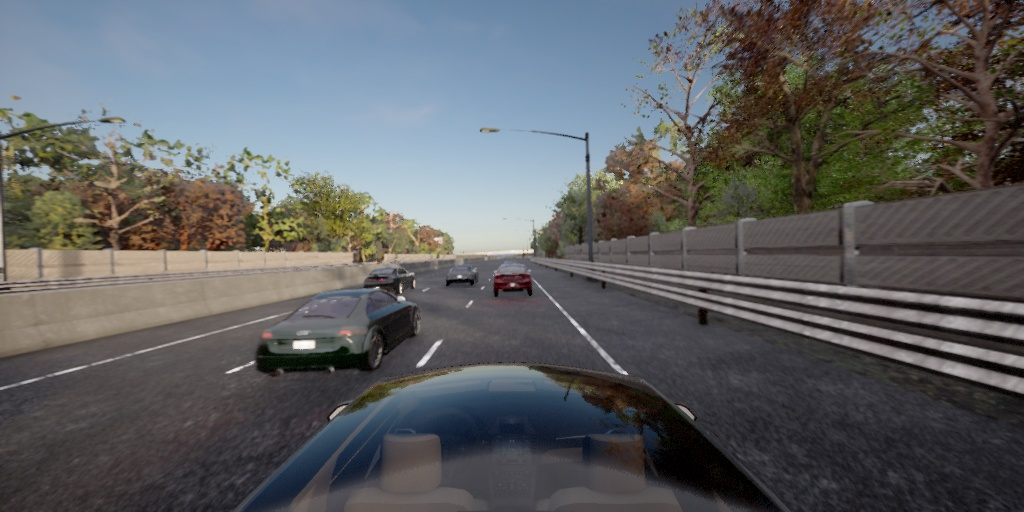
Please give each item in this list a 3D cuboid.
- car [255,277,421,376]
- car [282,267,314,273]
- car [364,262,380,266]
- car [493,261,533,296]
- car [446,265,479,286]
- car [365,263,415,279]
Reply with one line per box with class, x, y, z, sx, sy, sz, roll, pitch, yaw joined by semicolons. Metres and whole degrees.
car;-3.375;1.396;7.806;1.994;1.385;4.181;-2;0;0
car;-24.734;1.998;42.074;1.895;1.301;4.718;-2;0;0
car;-21.238;1.727;54.759;1.882;1.535;5.008;-2;0;0
car;0.041;1.149;18.999;1.882;1.535;5.008;-2;0;0
car;-3.475;1.323;25.687;1.994;1.385;4.181;-2;0;0
car;-6.949;1.396;20.871;1.837;1.490;4.892;-2;0;0
